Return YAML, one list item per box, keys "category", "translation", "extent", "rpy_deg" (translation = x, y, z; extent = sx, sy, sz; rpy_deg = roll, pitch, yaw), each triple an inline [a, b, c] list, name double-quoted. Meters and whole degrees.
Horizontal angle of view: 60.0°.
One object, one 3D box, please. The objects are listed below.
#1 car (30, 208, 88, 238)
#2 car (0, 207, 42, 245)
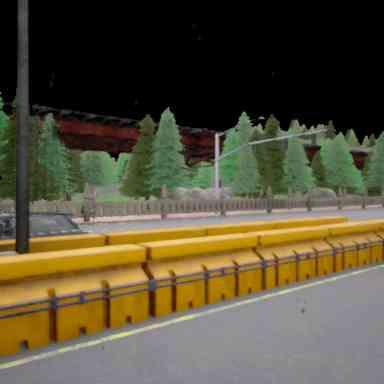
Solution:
- category: "car"
  translation: [-5.114, 1.353, 8.934]
  extent: [4.553, 1.767, 2.097]
  rpy_deg: [0, 0, -35]
- category: "car"
  translation: [-9.386, 1.493, 14.485]
  extent: [4.902, 1.511, 2.128]
  rpy_deg: [0, 0, -35]
